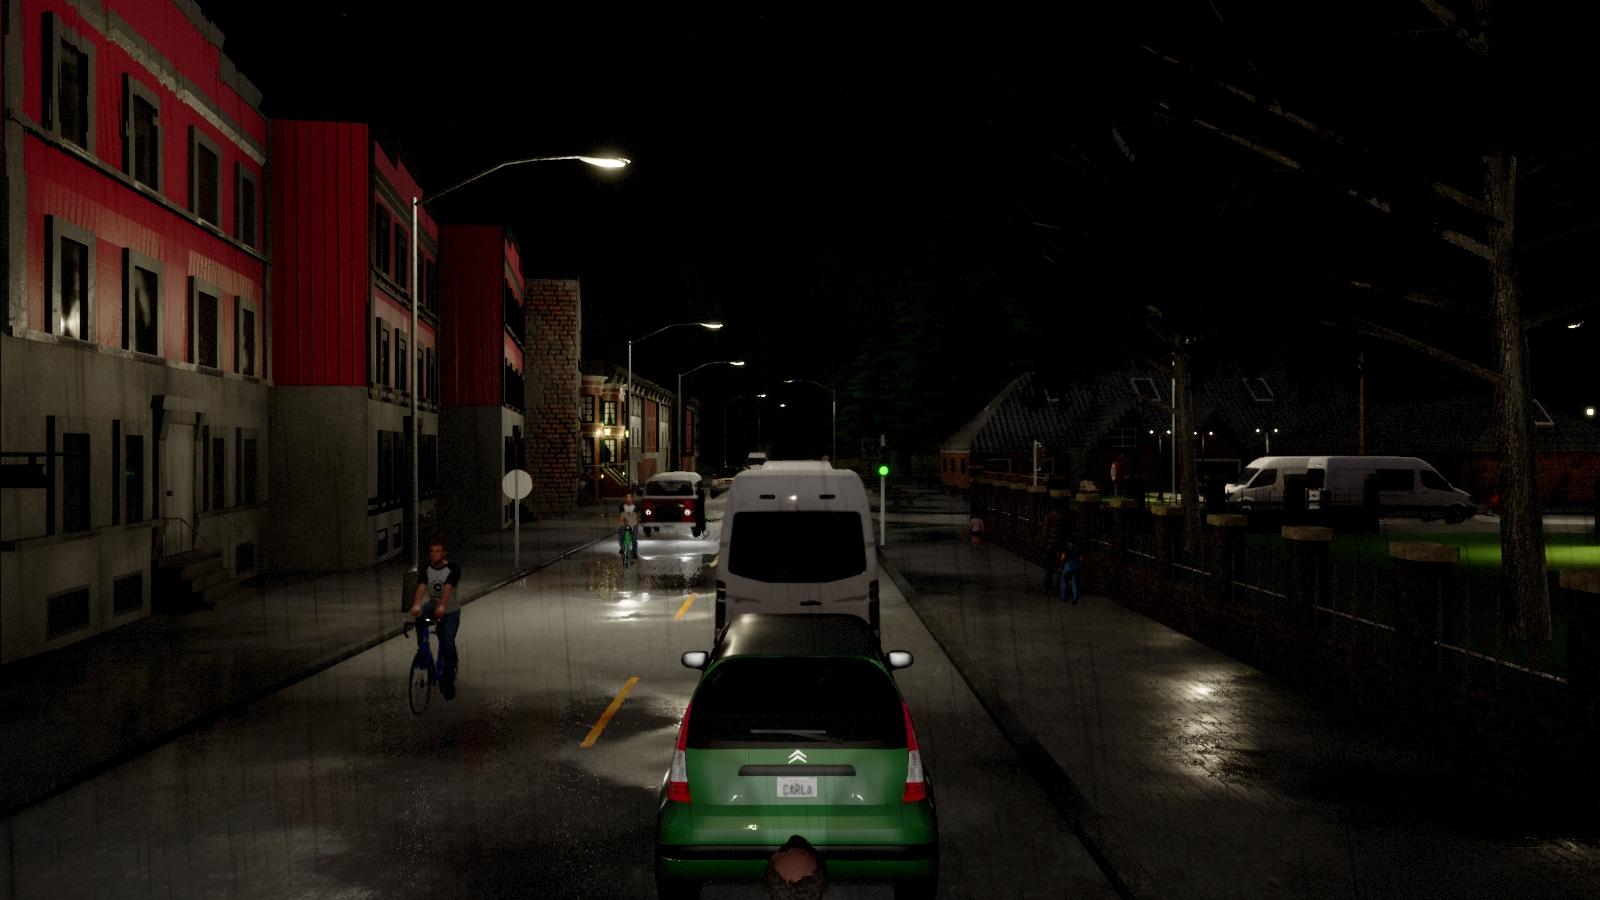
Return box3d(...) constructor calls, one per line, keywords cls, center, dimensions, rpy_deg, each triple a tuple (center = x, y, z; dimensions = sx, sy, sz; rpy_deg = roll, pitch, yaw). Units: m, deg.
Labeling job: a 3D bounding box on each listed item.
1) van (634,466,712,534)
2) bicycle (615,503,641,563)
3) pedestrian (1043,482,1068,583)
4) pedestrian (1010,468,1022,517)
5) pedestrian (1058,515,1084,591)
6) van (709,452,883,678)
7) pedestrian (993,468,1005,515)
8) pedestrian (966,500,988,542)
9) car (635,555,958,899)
box3d(cls="van", center=(-4.091, 1.562, 37.486), dimensions=(2.069, 2.038, 4.480), rpy_deg=(0, 0, 0))
box3d(cls="bicycle", center=(-4.063, 1.936, 27.084), dimensions=(0.373, 1.296, 1.643), rpy_deg=(0, 0, 0))
box3d(cls="pedestrian", center=(4.756, 1.525, 21.260), dimensions=(0.375, 1.860, 0.375), rpy_deg=(0, 0, 0))
box3d(cls="pedestrian", center=(8.242, 1.629, 43.669), dimensions=(0.375, 1.860, 0.375), rpy_deg=(0, 0, -2))
box3d(cls="pedestrian", center=(4.758, 1.805, 20.078), dimensions=(0.375, 1.300, 0.375), rpy_deg=(0, 0, 0))
box3d(cls="van", center=(-0.050, 1.315, 16.010), dimensions=(1.988, 2.561, 5.915), rpy_deg=(0, 0, 0))
box3d(cls="pedestrian", center=(7.908, 1.629, 45.377), dimensions=(0.375, 1.860, 0.375), rpy_deg=(0, 0, -5))
box3d(cls="pedestrian", center=(4.744, 1.904, 30.664), dimensions=(0.500, 1.100, 0.500), rpy_deg=(0, 0, 0))
box3d(cls="car", center=(-0.023, 1.779, 8.528), dimensions=(1.851, 1.617, 3.988), rpy_deg=(0, 0, 0))
